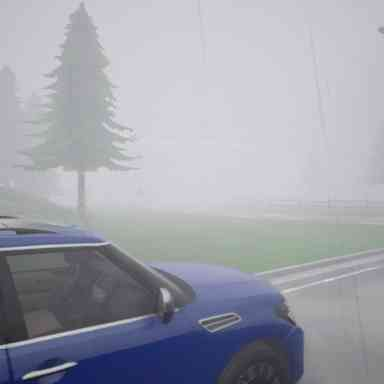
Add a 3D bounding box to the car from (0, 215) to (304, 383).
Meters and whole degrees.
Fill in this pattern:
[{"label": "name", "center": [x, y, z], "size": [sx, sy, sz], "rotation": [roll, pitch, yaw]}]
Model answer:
[{"label": "car", "center": [-1.494, 1.222, 2.681], "size": [5.566, 2.045, 2.150], "rotation": [0, 0, -35]}]
